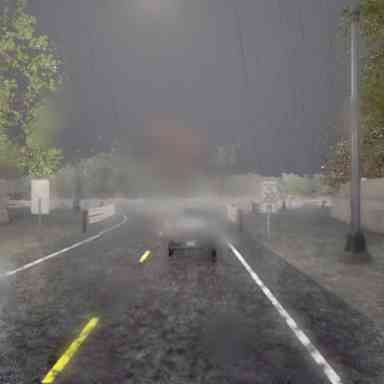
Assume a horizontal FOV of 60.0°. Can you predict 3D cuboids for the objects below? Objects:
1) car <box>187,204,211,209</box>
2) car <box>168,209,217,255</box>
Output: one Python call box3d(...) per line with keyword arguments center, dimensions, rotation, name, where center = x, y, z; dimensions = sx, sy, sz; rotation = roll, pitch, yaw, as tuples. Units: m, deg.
box3d(center=(0.559, 1.789, 29.059), dimensions=(1.882, 1.535, 5.008), rotation=(0, 0, 9), name="car")
box3d(center=(0.022, 1.676, 13.901), dimensions=(1.812, 1.442, 4.674), rotation=(0, 0, 0), name="car")
